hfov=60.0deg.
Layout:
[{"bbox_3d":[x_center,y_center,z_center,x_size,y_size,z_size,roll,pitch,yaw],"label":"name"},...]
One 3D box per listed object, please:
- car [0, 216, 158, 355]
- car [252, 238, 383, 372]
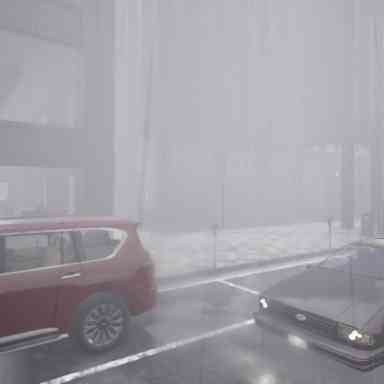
[{"bbox_3d":[-2.864,1.316,4.605,5.009,1.841,2.192,0,0,-36],"label":"car"},{"bbox_3d":[3.545,1.587,5.908,5.357,1.411,2.033,0,0,-36],"label":"car"}]
